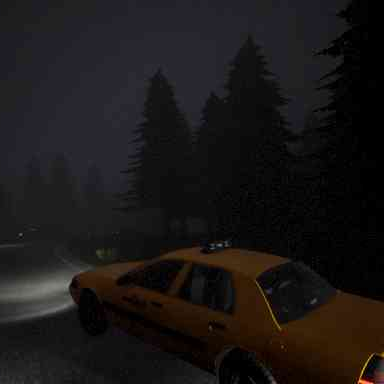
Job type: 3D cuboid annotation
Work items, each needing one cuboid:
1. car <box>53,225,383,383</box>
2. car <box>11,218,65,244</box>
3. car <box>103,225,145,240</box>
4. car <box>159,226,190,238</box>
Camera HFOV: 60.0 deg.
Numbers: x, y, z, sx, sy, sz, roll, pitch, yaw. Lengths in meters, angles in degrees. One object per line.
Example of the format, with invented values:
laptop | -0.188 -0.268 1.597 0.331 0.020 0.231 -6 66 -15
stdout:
car | 0.139 1.441 4.738 5.366 1.575 1.801 0 1 43
car | -12.744 3.226 28.131 2.150 2.045 5.566 -4 -7 7
car | -7.437 4.510 36.956 2.033 1.411 5.357 -4 -8 20
car | -2.318 5.543 46.264 1.882 1.535 5.008 -5 -8 30
